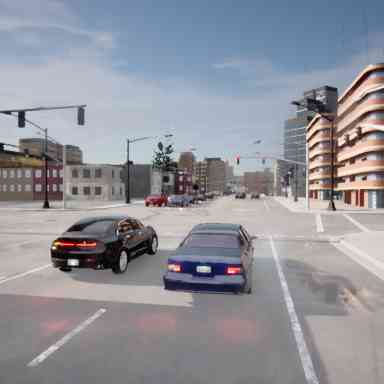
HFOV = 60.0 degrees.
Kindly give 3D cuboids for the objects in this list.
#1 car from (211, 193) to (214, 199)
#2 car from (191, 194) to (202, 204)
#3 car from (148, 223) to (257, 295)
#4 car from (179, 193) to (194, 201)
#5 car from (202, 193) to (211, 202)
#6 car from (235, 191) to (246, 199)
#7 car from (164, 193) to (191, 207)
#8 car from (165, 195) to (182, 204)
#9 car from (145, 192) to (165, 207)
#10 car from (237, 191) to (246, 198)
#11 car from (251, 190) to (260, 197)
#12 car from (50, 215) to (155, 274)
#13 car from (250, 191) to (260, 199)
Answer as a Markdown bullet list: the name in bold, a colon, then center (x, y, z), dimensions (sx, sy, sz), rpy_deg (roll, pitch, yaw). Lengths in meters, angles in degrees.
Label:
- **car**: center (3.807, 0.862, 76.249), dimensions (1.882, 1.535, 5.008), rpy_deg (0, 1, 11)
- **car**: center (-0.188, 1.235, 56.359), dimensions (2.128, 1.511, 4.902), rpy_deg (0, 1, 11)
- **car**: center (0.708, 1.547, 8.920), dimensions (2.033, 1.411, 5.357), rpy_deg (0, 0, 11)
- **car**: center (-1.133, 1.073, 69.256), dimensions (2.033, 1.411, 5.357), rpy_deg (0, 1, 11)
- **car**: center (1.766, 1.119, 66.009), dimensions (2.033, 1.411, 5.357), rpy_deg (0, 1, 12)
- **car**: center (11.094, 0.902, 77.029), dimensions (1.994, 1.385, 4.181), rpy_deg (0, 1, 11)
- **car**: center (-1.947, 1.223, 47.448), dimensions (2.097, 1.767, 4.553), rpy_deg (0, 1, 11)
- **car**: center (-3.253, 1.238, 58.882), dimensions (1.812, 1.442, 4.674), rpy_deg (0, 1, 12)
- **car**: center (-5.155, 1.080, 49.324), dimensions (2.150, 2.045, 5.566), rpy_deg (0, 1, 11)
- **car**: center (12.988, 0.552, 86.681), dimensions (2.097, 1.767, 4.553), rpy_deg (0, 1, 11)
- **car**: center (16.344, 0.464, 85.607), dimensions (2.097, 1.767, 4.553), rpy_deg (0, 1, 11)
- **car**: center (-2.510, 1.505, 10.664), dimensions (1.837, 1.490, 4.892), rpy_deg (0, 0, 11)
- **car**: center (14.341, 0.881, 75.403), dimensions (2.128, 1.511, 4.902), rpy_deg (0, 1, 11)
